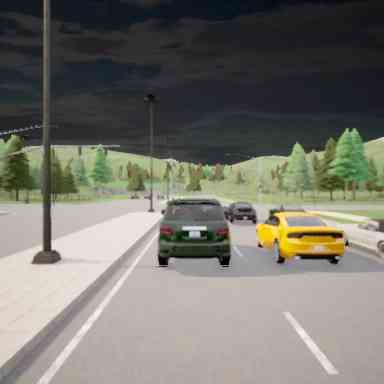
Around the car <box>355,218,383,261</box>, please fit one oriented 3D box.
[{"bbox_3d":[7.054,1.581,12.067,1.895,1.301,4.718,0,0,0],"label":"car"}]

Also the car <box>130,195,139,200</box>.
[{"bbox_3d":[-15.562,1.405,90.138,1.994,1.385,4.181,0,0,0],"label":"car"}]

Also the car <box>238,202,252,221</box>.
[{"bbox_3d":[3.477,1.465,24.208,1.837,1.490,4.892,0,0,0],"label":"car"}]

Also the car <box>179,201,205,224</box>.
[{"bbox_3d":[-0.032,1.461,25.569,1.837,1.490,4.892,0,0,0],"label":"car"}]

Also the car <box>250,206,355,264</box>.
[{"bbox_3d":[3.554,1.459,11.824,1.882,1.535,5.008,0,-1,0],"label":"car"}]

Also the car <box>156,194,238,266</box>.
[{"bbox_3d":[0.055,1.204,11.596,2.150,2.045,5.566,0,0,0],"label":"car"}]

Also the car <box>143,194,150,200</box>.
[{"bbox_3d":[-12.061,1.377,90.106,1.812,1.442,4.674,0,0,0],"label":"car"}]

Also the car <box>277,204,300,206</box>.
[{"bbox_3d":[6.976,1.561,24.399,1.895,1.301,4.718,0,0,0],"label":"car"}]
